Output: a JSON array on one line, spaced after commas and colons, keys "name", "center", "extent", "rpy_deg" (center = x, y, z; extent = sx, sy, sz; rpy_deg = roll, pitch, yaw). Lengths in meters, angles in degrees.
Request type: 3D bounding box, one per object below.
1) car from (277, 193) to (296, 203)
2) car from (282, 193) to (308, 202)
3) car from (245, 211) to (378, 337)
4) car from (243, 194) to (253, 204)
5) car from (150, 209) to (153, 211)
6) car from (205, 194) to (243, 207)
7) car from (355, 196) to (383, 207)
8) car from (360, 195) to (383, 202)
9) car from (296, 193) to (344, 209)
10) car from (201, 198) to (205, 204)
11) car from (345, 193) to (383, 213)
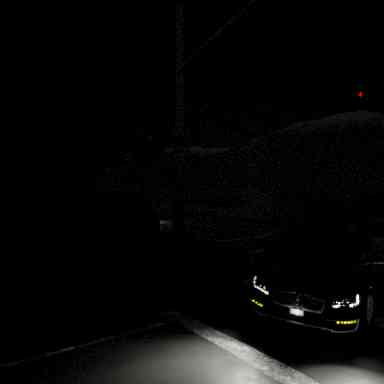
[{"name": "car", "center": [18.496, 1.077, 64.585], "extent": [1.905, 1.878, 3.866], "rpy_deg": [0, 0, -36]}, {"name": "car", "center": [20.608, 1.097, 66.623], "extent": [1.932, 1.855, 4.605], "rpy_deg": [0, 0, -36]}, {"name": "car", "center": [2.730, 1.413, 6.955], "extent": [1.837, 1.490, 4.892], "rpy_deg": [3, 4, 29]}, {"name": "car", "center": [8.131, 1.154, 57.084], "extent": [2.152, 1.636, 5.027], "rpy_deg": [0, 0, -36]}, {"name": "car", "center": [-4.883, 1.356, 25.378], "extent": [2.033, 1.411, 5.357], "rpy_deg": [0, 0, -36]}, {"name": "car", "center": [4.287, 1.298, 45.202], "extent": [2.007, 1.523, 4.514], "rpy_deg": [0, 0, -36]}, {"name": "car", "center": [26.288, 1.298, 47.888], "extent": [2.007, 1.523, 4.514], "rpy_deg": [0, 0, -36]}, {"name": "car", "center": [37.680, 1.384, 69.648], "extent": [1.970, 1.475, 3.806], "rpy_deg": [0, 0, -36]}, {"name": "car", "center": [15.780, 1.097, 41.161], "extent": [1.932, 1.855, 4.605], "rpy_deg": [0, 0, -36]}, {"name": "car", "center": [3.122, 1.232, 53.060], "extent": [1.970, 1.475, 3.806], "rpy_deg": [0, 0, -36]}, {"name": "car", "center": [17.730, 1.077, 32.860], "extent": [1.905, 1.878, 3.866], "rpy_deg": [0, 0, -36]}]
